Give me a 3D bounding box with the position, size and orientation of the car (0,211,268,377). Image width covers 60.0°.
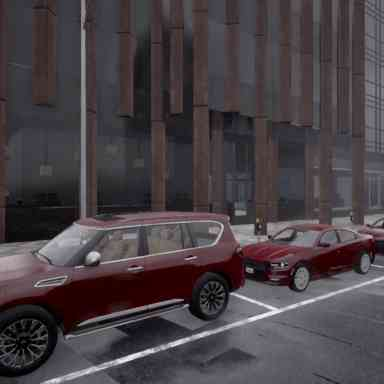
[{"bbox_3d":[-1.289,1.315,5.735,5.009,1.841,2.192,0,0,-36],"label":"car"}]

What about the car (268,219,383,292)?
[{"bbox_3d":[3.145,1.545,8.916,4.507,1.381,1.887,0,0,-36],"label":"car"}]

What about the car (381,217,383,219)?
[{"bbox_3d":[7.579,1.547,12.097,4.507,1.381,1.887,0,0,-36],"label":"car"}]
